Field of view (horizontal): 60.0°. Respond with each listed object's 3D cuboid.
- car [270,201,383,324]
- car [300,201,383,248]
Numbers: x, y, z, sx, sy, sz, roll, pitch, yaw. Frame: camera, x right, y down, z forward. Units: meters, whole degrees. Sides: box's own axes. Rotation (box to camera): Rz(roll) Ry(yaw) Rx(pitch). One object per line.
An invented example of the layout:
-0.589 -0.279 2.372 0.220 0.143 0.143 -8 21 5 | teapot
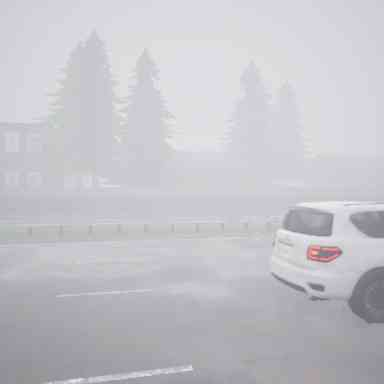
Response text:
4.421 1.220 6.985 5.566 2.045 2.150 0 0 -13 | car
7.464 1.355 14.889 4.553 1.767 2.097 0 0 -14 | car
